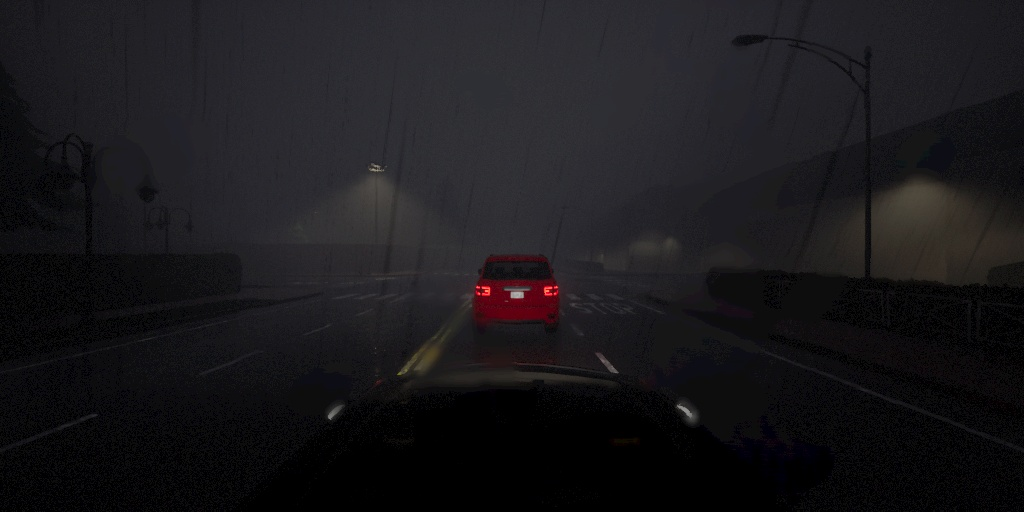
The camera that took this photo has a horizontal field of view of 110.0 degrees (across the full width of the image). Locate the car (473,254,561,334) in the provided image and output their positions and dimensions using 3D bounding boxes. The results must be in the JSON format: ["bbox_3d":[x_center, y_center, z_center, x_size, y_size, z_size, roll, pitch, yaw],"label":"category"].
[{"bbox_3d":[0.123,0.971,10.771,2.150,2.045,5.566,0,0,0],"label":"car"}]

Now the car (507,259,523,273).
[{"bbox_3d":[0.362,1.228,45.623,1.882,1.535,5.008,0,0,1],"label":"car"}]
